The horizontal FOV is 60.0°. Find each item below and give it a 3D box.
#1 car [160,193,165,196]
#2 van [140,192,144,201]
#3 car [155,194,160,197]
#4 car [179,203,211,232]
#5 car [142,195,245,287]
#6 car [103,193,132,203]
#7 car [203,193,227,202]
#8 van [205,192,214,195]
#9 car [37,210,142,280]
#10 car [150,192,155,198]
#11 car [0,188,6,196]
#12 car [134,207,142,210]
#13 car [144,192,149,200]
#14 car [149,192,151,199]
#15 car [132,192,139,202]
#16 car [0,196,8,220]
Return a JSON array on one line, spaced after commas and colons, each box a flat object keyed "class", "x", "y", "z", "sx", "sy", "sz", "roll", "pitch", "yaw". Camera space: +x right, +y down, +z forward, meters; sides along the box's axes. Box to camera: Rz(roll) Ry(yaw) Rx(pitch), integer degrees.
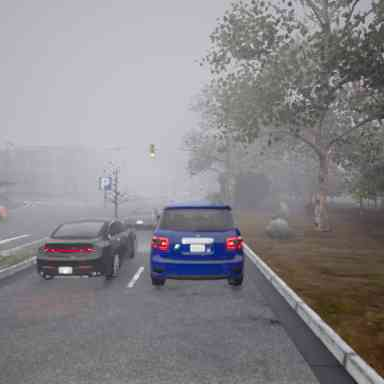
[{"class": "car", "x": -10.889, "y": 1.077, "z": 89.836, "sx": 5.566, "sy": 2.045, "sz": 2.435, "roll": -1, "pitch": 0, "yaw": -12}, {"class": "van", "x": -13.150, "y": 1.102, "z": 71.882, "sx": 4.442, "sy": 1.987, "sz": 1.878, "roll": -1, "pitch": 0, "yaw": -14}, {"class": "car", "x": -11.343, "y": 1.369, "z": 86.830, "sx": 4.674, "sy": 1.452, "sz": 2.002, "roll": -1, "pitch": 0, "yaw": -12}, {"class": "car", "x": 0.225, "y": 1.540, "z": 21.536, "sx": 1.837, "sy": 1.490, "sz": 4.892, "roll": 0, "pitch": 0, "yaw": 1}, {"class": "car", "x": 0.124, "y": 1.236, "z": 9.508, "sx": 2.150, "sy": 2.045, "sz": 5.566, "roll": 0, "pitch": 0, "yaw": 0}, {"class": "car", "x": -14.365, "y": 1.366, "z": 62.900, "sx": 4.792, "sy": 1.488, "sz": 2.163, "roll": -1, "pitch": 0, "yaw": -15}, {"class": "car", "x": 4.753, "y": 1.151, "z": 68.440, "sx": 4.553, "sy": 1.767, "sz": 2.185, "roll": 1, "pitch": 0, "yaw": -14}, {"class": "van", "x": 4.366, "y": 1.051, "z": 65.470, "sx": 4.442, "sy": 1.987, "sz": 1.878, "roll": 1, "pitch": 0, "yaw": -14}, {"class": "car", "x": -2.874, "y": 1.520, "z": 9.998, "sx": 1.837, "sy": 1.490, "sz": 4.892, "roll": 0, "pitch": 0, "yaw": 0}, {"class": "car", "x": -12.166, "y": 1.370, "z": 80.849, "sx": 4.674, "sy": 1.452, "sz": 2.002, "roll": -1, "pitch": 0, "yaw": -13}, {"class": "car", "x": -31.097, "y": 0.144, "z": 53.789, "sx": 2.002, "sy": 1.452, "sz": 4.674, "roll": 6, "pitch": -3, "yaw": -19}, {"class": "car", "x": -2.793, "y": 1.596, "z": 19.993, "sx": 1.994, "sy": 1.385, "sz": 4.181, "roll": 0, "pitch": 0, "yaw": 1}, {"class": "car", "x": -12.918, "y": 1.331, "z": 74.853, "sx": 4.892, "sy": 1.521, "sz": 2.231, "roll": -1, "pitch": 0, "yaw": -14}, {"class": "car", "x": -12.541, "y": 1.370, "z": 77.848, "sx": 4.674, "sy": 1.452, "sz": 2.002, "roll": -1, "pitch": 0, "yaw": -13}, {"class": "car", "x": -13.716, "y": 1.324, "z": 65.891, "sx": 5.366, "sy": 1.575, "sz": 1.946, "roll": -1, "pitch": 0, "yaw": -15}, {"class": "car", "x": -16.596, "y": 1.407, "z": 25.096, "sx": 4.553, "sy": 1.767, "sz": 2.185, "roll": -1, "pitch": 0, "yaw": -19}]
